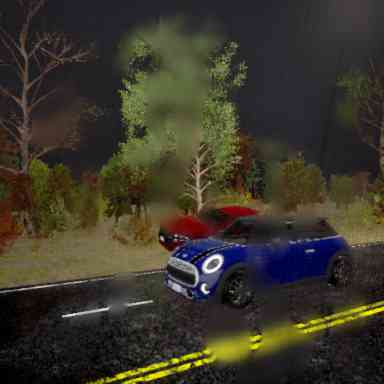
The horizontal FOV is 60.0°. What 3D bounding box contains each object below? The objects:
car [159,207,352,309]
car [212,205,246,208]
[{"bbox_3d":[1.646,1.365,7.934,4.553,1.767,2.097,0,0,-29],"label":"car"},{"bbox_3d":[1.318,1.257,11.603,5.008,1.535,1.882,2,11,-27],"label":"car"}]
